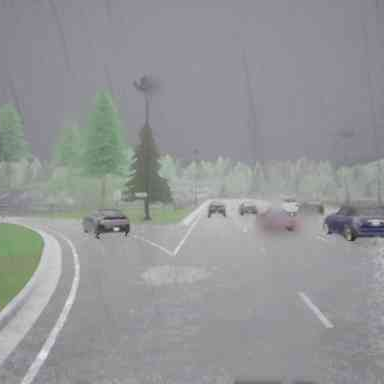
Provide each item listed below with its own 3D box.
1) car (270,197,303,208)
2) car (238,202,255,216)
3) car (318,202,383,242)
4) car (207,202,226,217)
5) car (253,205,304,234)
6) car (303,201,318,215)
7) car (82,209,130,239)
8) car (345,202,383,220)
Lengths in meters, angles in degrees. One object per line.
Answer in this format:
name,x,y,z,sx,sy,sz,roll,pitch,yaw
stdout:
car,9.653,1.525,35.265,2.150,2.045,5.566,0,-1,4
car,6.275,1.871,37.410,1.812,1.442,4.674,0,-1,4
car,8.461,1.478,17.166,2.097,1.767,4.553,0,-1,4
car,2.727,1.863,36.596,1.837,1.490,4.892,0,-1,4
car,5.179,1.744,20.564,1.994,1.385,4.181,0,-1,4
car,13.307,1.781,37.446,1.882,1.535,5.008,0,-1,4
car,-5.036,1.719,19.175,2.128,1.511,4.902,0,-1,-28
car,16.397,1.713,31.126,2.128,1.511,4.902,0,-1,4
